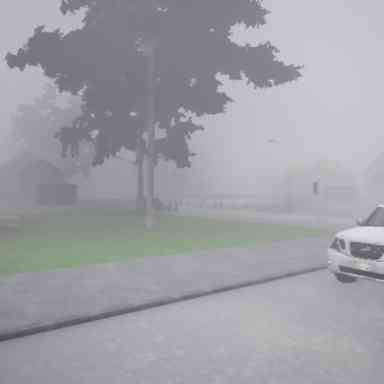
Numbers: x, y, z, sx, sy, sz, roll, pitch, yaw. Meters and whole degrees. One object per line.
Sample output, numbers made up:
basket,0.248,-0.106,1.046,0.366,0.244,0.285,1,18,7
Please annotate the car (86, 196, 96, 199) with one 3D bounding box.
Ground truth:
car,-25.495,1.660,83.759,2.033,1.411,5.357,0,0,-36

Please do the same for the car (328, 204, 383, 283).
car,5.921,1.265,8.718,5.566,2.045,2.150,1,0,-35

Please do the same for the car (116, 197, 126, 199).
car,-14.672,1.672,68.630,1.994,1.385,4.181,0,0,-36
